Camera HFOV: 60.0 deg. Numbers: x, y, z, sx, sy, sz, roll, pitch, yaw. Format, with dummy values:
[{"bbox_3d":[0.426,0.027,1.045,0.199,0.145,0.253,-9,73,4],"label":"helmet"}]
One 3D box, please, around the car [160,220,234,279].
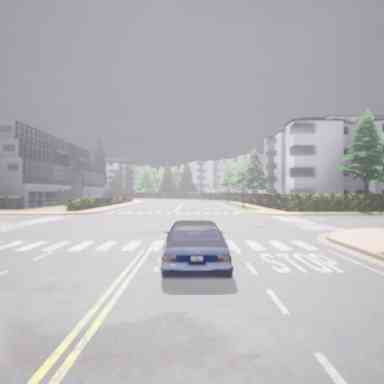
[{"bbox_3d":[0.065,1.548,10.011,2.033,1.411,5.357,0,0,-1],"label":"car"}]
